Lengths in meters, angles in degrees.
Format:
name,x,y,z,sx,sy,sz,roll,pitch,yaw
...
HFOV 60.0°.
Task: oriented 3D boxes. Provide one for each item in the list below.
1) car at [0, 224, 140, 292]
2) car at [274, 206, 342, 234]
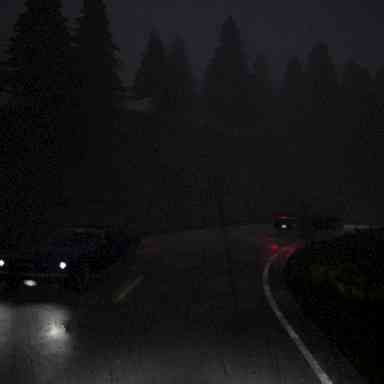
name,x,y,z,sx,sy,sz,roll,pitch,yaw
car,-3.048,1.621,9.196,1.895,1.301,4.718,0,0,10
car,6.540,1.530,18.466,4.902,1.511,2.128,0,0,-40
